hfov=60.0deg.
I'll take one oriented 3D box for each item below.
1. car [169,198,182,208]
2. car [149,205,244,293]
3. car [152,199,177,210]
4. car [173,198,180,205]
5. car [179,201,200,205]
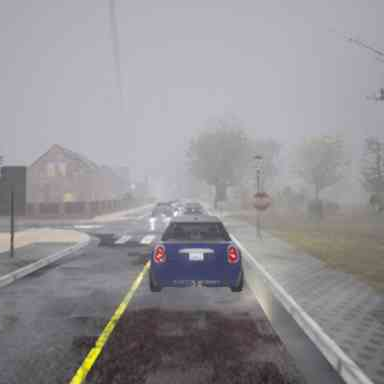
[{"bbox_3d":[-2.768,1.832,56.197,1.837,1.490,4.892,0,-1,1],"label":"car"},{"bbox_3d":[0.096,1.394,9.171,2.097,1.767,4.553,0,0,0],"label":"car"},{"bbox_3d":[-2.892,1.700,33.802,1.812,1.442,4.674,0,0,2],"label":"car"},{"bbox_3d":[-2.814,1.766,44.137,1.812,1.442,4.674,0,0,0],"label":"car"},{"bbox_3d":[0.113,1.715,32.725,2.033,1.411,5.357,0,0,0],"label":"car"}]
